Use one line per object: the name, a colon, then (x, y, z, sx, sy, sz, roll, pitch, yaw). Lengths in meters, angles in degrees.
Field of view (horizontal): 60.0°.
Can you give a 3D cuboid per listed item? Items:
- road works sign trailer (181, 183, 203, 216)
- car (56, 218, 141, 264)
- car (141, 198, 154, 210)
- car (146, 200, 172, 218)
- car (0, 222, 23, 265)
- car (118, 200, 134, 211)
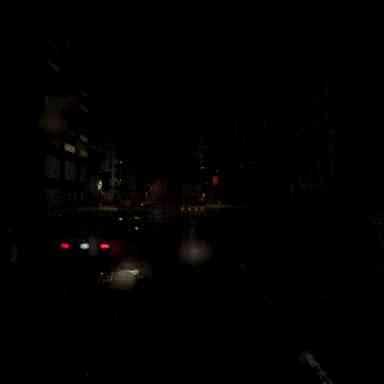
road works sign trailer: (0.005, 0.810, 36.502, 2.380, 3.560, 2.880, 0, -1, 0)
car: (-3.149, 1.662, 12.259, 2.033, 1.411, 5.357, 0, -1, 0)
car: (-6.562, 1.842, 51.030, 2.097, 1.767, 4.553, 0, -1, 0)
car: (-3.144, 1.822, 33.506, 1.837, 1.490, 4.892, 0, -1, 0)
car: (-6.599, 1.591, 9.301, 1.837, 1.490, 4.892, 0, -1, 0)
car: (-9.817, 2.003, 49.815, 1.812, 1.442, 4.674, 0, 0, 0)
